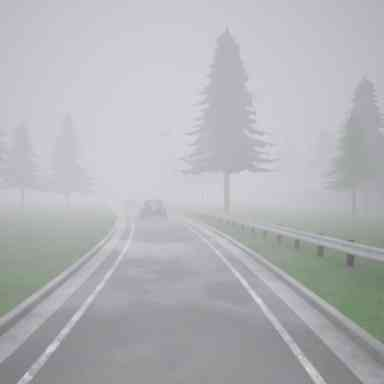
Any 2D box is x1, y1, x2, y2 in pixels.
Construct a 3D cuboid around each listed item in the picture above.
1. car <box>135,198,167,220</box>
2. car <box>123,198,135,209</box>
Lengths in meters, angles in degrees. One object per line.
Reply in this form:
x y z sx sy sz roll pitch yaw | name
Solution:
-3.461 1.369 28.636 2.097 1.767 4.553 0 0 -12 | car
-8.619 1.588 47.124 2.033 1.411 5.357 0 0 -16 | car
